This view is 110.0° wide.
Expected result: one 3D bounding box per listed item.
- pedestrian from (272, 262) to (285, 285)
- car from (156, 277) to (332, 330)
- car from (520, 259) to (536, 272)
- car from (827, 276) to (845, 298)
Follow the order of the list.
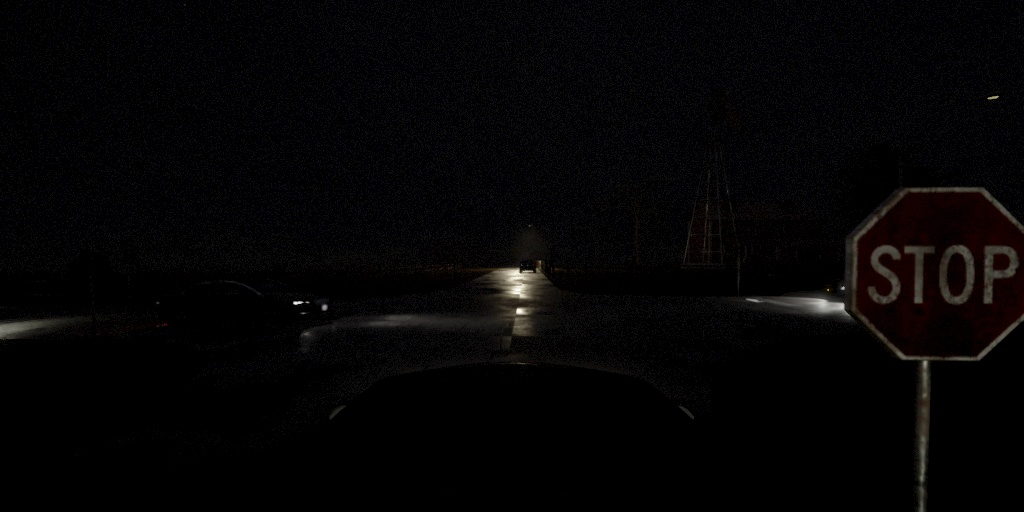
[{"bbox_3d":[-11.407,1.187,17.467,0.375,1.860,0.375,0,2,3],"label":"pedestrian"},{"bbox_3d":[-8.338,1.407,11.347,4.902,1.511,2.128,-1,1,3],"label":"car"},{"bbox_3d":[2.117,1.251,48.366,2.097,1.767,4.553,0,0,2],"label":"car"},{"bbox_3d":[14.340,0.989,13.262,4.181,1.385,1.994,-1,1,3],"label":"car"}]
